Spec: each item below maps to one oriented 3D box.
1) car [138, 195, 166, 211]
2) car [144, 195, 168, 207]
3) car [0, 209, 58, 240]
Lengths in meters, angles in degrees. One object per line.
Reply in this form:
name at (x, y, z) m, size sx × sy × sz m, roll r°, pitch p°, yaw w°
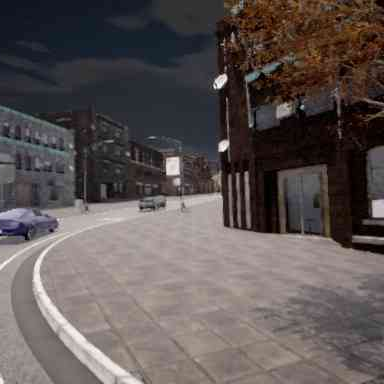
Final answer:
car at (-4.317, 1.261, 36.832) m, size 2.128 × 1.511 × 4.902 m, roll -2°, pitch 0°, yaw 14°
car at (-5.181, 1.218, 48.404) m, size 1.837 × 1.490 × 4.892 m, roll -2°, pitch 0°, yaw 15°
car at (-8.526, 1.571, 16.962) m, size 1.812 × 1.442 × 4.674 m, roll -2°, pitch 0°, yaw -1°
